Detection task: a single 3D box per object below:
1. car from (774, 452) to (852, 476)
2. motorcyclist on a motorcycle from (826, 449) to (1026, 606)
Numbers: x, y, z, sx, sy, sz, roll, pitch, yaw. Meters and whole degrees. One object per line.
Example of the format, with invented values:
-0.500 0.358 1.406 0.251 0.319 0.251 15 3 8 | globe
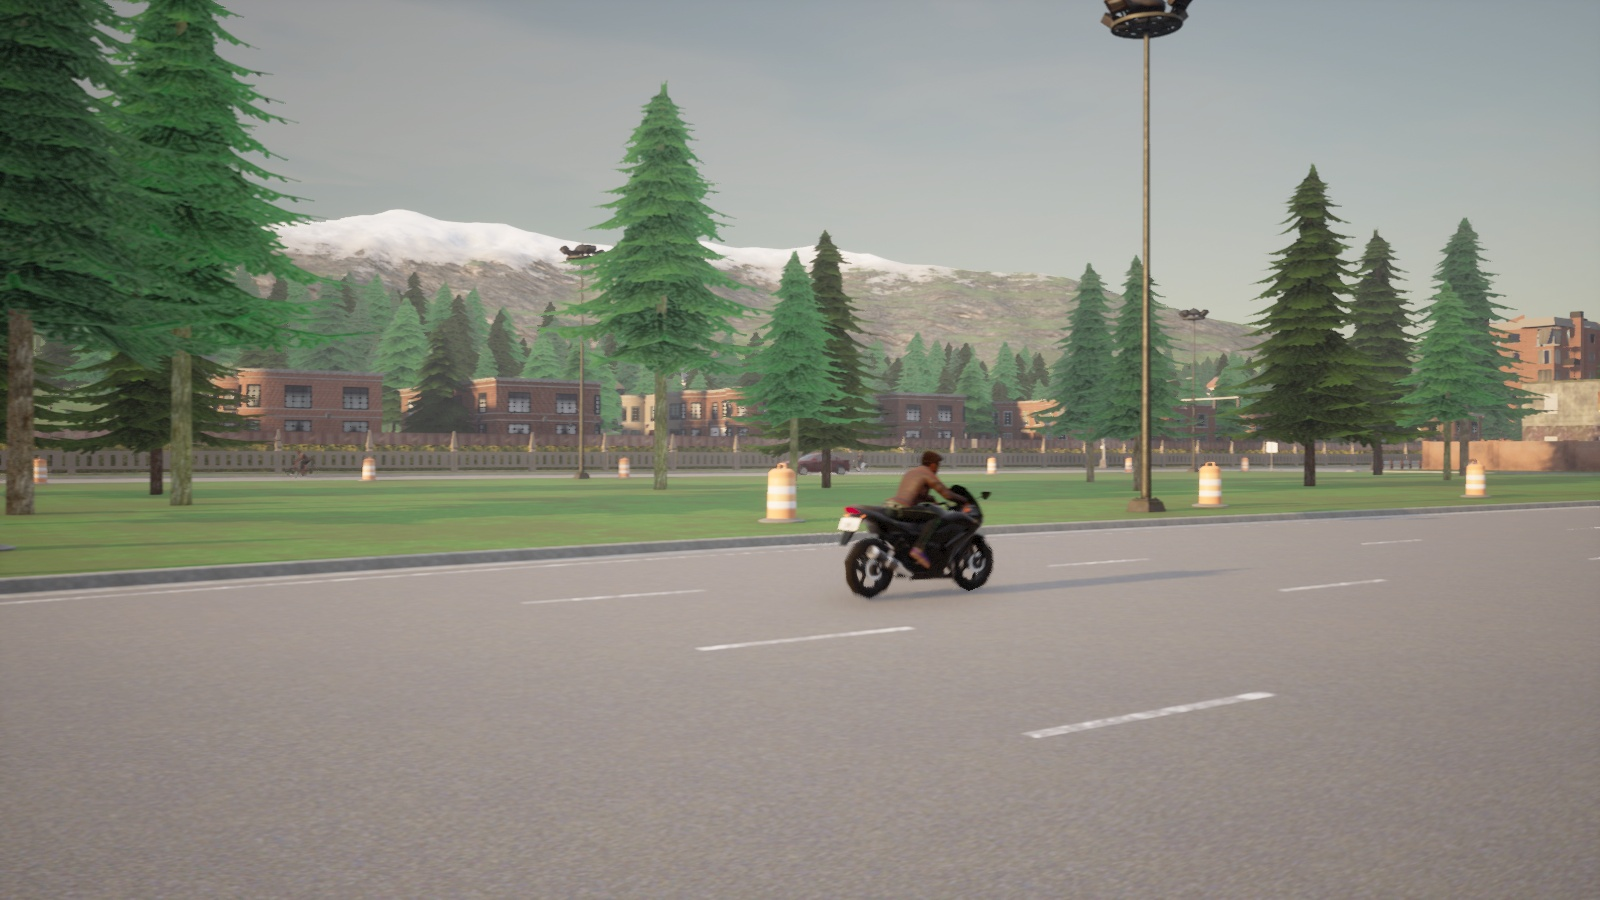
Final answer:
0.868 0.925 83.577 5.008 1.535 1.882 0 0 -35 | car
1.339 0.756 13.120 2.044 1.523 0.797 0 0 -35 | motorcyclist on a motorcycle
